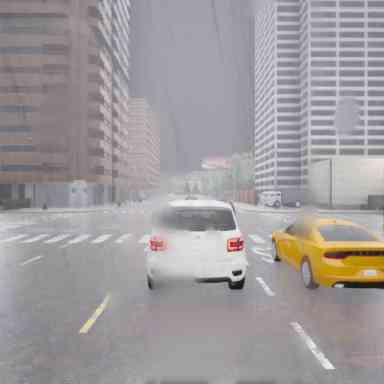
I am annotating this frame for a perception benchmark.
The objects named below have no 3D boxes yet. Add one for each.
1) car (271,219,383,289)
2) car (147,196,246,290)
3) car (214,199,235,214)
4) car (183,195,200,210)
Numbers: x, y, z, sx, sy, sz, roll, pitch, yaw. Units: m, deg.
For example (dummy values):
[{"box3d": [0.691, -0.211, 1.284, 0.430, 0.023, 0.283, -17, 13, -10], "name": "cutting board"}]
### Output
[{"box3d": [3.583, 1.478, 9.177, 1.882, 1.535, 5.008, 0, 0, 0], "name": "car"}, {"box3d": [0.072, 1.221, 9.226, 2.150, 2.045, 5.566, 0, 0, -1], "name": "car"}, {"box3d": [3.457, 1.523, 35.787, 1.812, 1.442, 4.674, 0, 0, 0], "name": "car"}, {"box3d": [-0.085, 1.352, 43.824, 2.097, 1.767, 4.553, 0, 0, 0], "name": "car"}]
